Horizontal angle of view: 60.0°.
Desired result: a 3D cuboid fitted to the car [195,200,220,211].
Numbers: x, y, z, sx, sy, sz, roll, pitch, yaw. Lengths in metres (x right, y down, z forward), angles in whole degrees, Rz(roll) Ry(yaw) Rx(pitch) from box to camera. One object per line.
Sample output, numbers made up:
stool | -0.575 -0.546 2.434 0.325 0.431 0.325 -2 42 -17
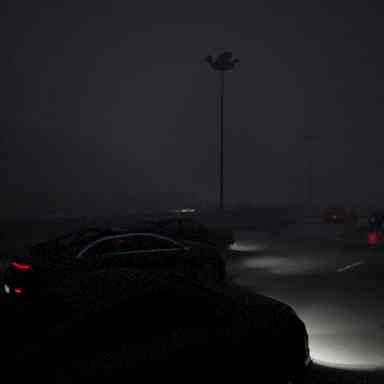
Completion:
car | 2.678 1.809 45.660 2.128 1.511 4.902 0 0 25

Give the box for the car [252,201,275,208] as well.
car | 9.939 1.919 44.854 1.994 1.385 4.181 0 0 23

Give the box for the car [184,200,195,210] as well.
car | 0.664 1.878 49.513 2.033 1.411 5.357 0 0 23

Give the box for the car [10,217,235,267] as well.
car | -1.366 1.531 7.413 4.902 1.511 2.128 1 -1 -38

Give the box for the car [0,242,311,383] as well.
car | -0.559 1.584 3.686 4.181 1.385 1.994 1 -1 -37

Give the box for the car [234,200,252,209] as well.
car | 7.464 1.865 47.892 1.837 1.490 4.892 1 0 21

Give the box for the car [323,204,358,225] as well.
car | 12.083 1.726 26.933 1.882 1.535 5.008 0 0 35

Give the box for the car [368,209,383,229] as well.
car | 13.557 1.832 22.906 1.895 1.301 4.718 0 0 37

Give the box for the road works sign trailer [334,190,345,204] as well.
road works sign trailer | 36.446 1.227 83.047 2.380 3.560 2.880 0 0 -10
